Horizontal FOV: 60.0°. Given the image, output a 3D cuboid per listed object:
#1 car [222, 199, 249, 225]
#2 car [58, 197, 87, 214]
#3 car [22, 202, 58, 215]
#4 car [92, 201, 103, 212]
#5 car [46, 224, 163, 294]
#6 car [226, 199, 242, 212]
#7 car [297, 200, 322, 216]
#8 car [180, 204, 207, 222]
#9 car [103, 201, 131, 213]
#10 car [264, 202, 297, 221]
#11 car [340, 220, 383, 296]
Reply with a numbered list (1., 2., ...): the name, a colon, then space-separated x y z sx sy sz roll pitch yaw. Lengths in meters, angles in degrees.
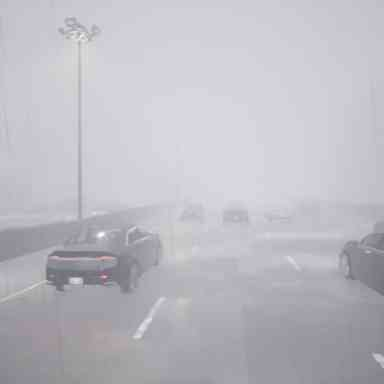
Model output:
1. car: 3.297 1.607 25.196 1.882 1.535 5.008 -1 0 7
2. car: -15.826 1.691 43.896 2.150 2.045 5.566 -1 0 7
3. car: -19.532 2.066 42.360 1.812 1.442 4.674 -1 0 7
4. car: -12.010 1.936 46.172 2.033 1.411 5.357 -1 0 7
5. car: -2.099 1.624 9.244 2.128 1.511 4.902 -1 0 7
6. car: 5.142 1.619 40.932 1.812 1.442 4.674 -1 0 7
7. car: 11.188 1.524 32.496 1.812 1.442 4.674 -1 0 7
8. car: 0.181 1.738 28.655 2.033 1.411 5.357 -1 0 7
9. car: -9.062 1.916 41.489 1.994 1.385 4.181 -1 0 7
10. car: 7.098 1.592 27.666 1.812 1.442 4.674 -1 0 7
11. car: 4.693 1.503 7.067 1.837 1.490 4.892 -1 0 7
